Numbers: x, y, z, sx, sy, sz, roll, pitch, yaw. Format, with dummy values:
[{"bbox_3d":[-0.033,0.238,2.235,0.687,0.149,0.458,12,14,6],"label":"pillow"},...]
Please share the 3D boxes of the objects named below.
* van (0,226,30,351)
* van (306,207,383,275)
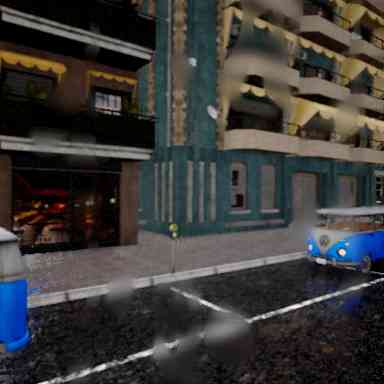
[{"bbox_3d":[-3.981,1.338,3.711,3.998,1.788,1.690,0,0,-36],"label":"van"},{"bbox_3d":[5.236,1.368,10.290,3.998,1.788,1.690,0,0,-36],"label":"van"}]
